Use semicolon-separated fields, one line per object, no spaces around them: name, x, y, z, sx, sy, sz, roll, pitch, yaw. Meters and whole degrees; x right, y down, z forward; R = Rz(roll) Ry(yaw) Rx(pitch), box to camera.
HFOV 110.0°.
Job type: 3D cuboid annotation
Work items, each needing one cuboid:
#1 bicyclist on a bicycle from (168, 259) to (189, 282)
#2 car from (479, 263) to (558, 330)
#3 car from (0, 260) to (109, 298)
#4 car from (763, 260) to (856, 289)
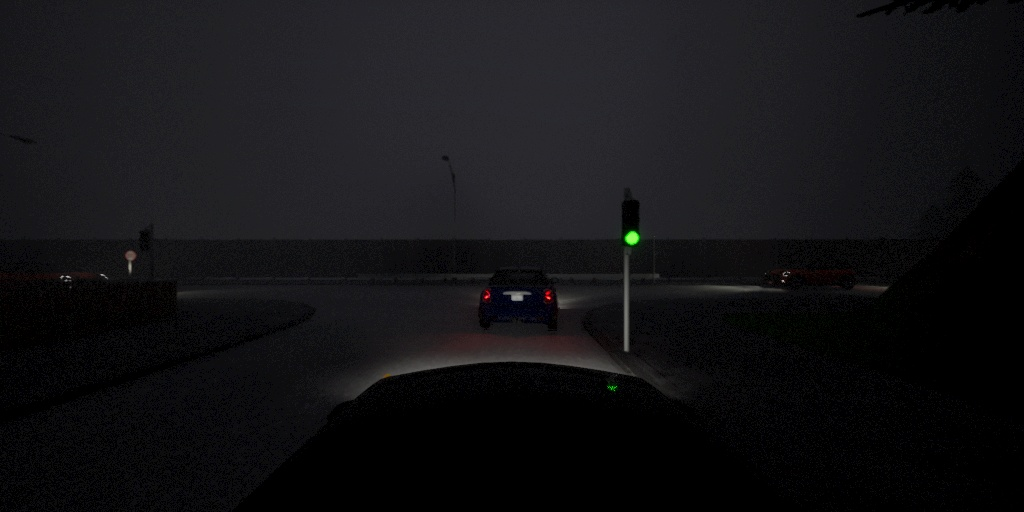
bicyclist on a bicycle;-24.273;1.039;26.106;0.582;1.620;1.656;0;0;0
car;0.360;1.078;11.213;2.097;1.767;4.553;0;0;6
car;-22.909;1.063;17.708;4.553;1.767;2.097;0;0;0
car;18.027;1.052;21.916;4.553;1.767;2.097;0;0;0
